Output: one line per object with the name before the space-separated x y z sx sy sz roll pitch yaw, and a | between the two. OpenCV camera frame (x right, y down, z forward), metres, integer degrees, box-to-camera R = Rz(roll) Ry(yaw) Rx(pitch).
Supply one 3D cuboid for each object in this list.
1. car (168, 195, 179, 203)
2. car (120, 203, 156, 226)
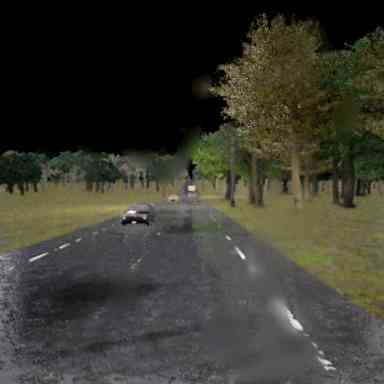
car | -3.503 1.289 64.165 1.882 1.535 5.008 0 0 0
car | -3.595 1.509 23.276 2.033 1.411 5.357 0 0 0
